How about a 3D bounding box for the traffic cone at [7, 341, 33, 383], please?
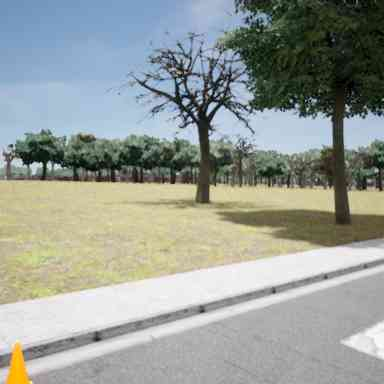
[{"bbox_3d":[-1.935,1.954,3.687,0.340,0.580,0.340,0,0,-36],"label":"traffic cone"}]
